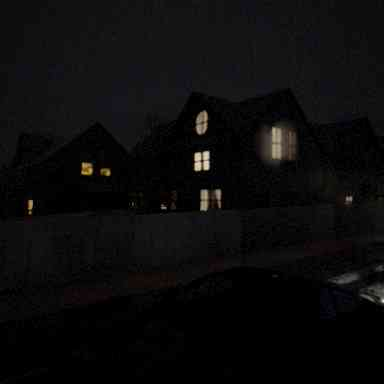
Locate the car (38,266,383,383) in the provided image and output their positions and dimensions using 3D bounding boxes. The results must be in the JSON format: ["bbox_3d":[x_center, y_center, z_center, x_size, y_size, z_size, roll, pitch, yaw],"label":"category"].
[{"bbox_3d":[0.615,1.597,3.579,4.181,1.385,1.994,0,-1,-38],"label":"car"}]
